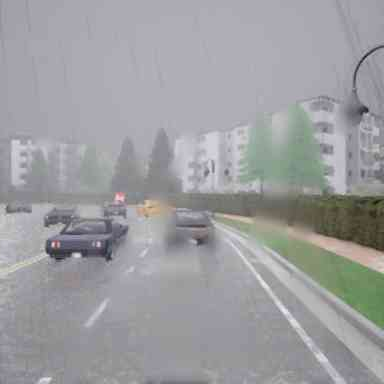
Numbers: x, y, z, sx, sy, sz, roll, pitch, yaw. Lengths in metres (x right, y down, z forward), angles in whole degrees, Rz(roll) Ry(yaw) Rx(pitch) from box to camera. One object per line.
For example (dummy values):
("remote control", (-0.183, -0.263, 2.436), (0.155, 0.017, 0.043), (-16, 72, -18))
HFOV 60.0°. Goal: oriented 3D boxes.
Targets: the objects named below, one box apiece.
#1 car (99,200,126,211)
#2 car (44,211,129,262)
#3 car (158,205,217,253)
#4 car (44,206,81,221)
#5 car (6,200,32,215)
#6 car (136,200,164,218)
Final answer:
("car", (-6.934, 1.472, 28.949), (2.128, 1.511, 4.902), (0, 0, -21))
("car", (-3.514, 1.593, 12.121), (1.895, 1.301, 4.718), (0, 0, -2))
("car", (-0.145, 1.482, 13.632), (2.128, 1.511, 4.902), (0, 0, -4))
("car", (-8.502, 1.586, 22.125), (1.895, 1.301, 4.718), (0, 0, -15))
("car", (-17.597, 1.541, 33.850), (1.994, 1.385, 4.181), (0, 0, -35))
("car", (-3.792, 1.457, 30.441), (1.882, 1.535, 5.008), (0, 0, -21))
